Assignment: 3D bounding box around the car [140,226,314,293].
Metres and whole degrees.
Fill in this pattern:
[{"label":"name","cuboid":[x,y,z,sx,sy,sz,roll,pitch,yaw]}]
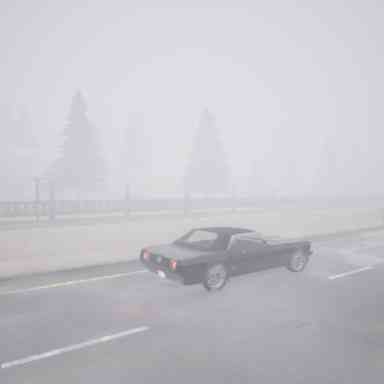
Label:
[{"label":"car","cuboid":[1.126,1.576,8.847,4.718,1.301,1.895,0,0,-36]}]
